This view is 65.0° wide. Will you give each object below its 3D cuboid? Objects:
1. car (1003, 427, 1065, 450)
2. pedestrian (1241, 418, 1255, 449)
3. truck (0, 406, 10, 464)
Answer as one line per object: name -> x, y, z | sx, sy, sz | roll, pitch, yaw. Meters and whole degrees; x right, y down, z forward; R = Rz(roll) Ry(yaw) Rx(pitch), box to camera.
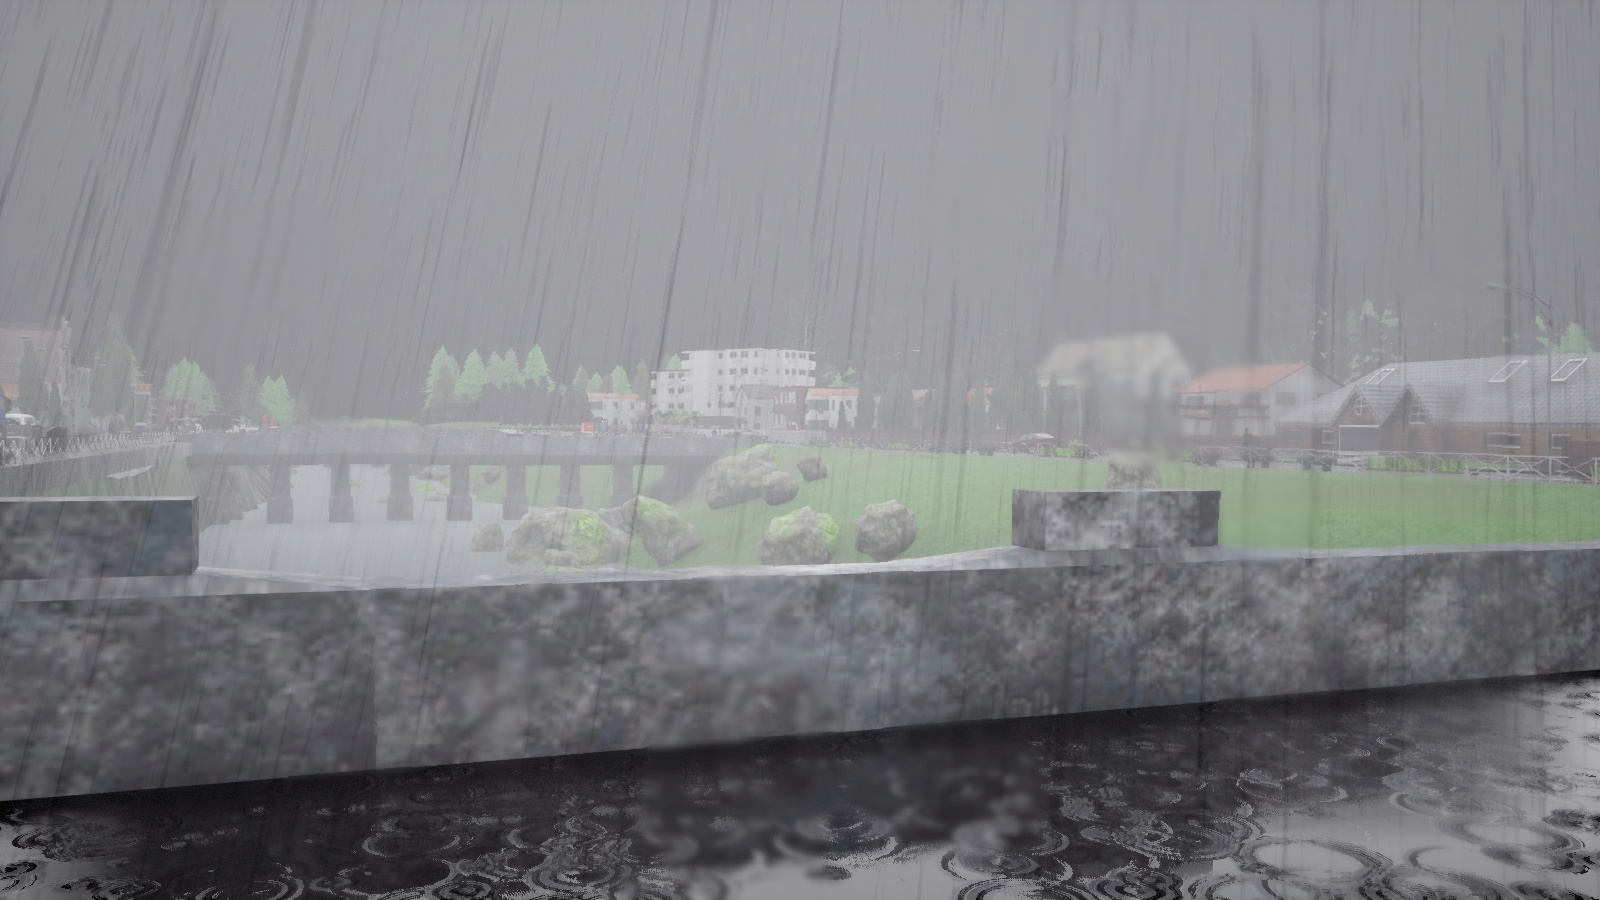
car -> 16.247, -0.821, 87.355 | 1.882, 1.535, 5.008 | -1, 1, -21
pedestrian -> 26.165, -0.969, 73.385 | 0.370, 1.835, 0.726 | -1, 1, -24
truck -> -48.560, -0.847, 72.997 | 2.891, 3.462, 7.936 | -1, 1, -21
